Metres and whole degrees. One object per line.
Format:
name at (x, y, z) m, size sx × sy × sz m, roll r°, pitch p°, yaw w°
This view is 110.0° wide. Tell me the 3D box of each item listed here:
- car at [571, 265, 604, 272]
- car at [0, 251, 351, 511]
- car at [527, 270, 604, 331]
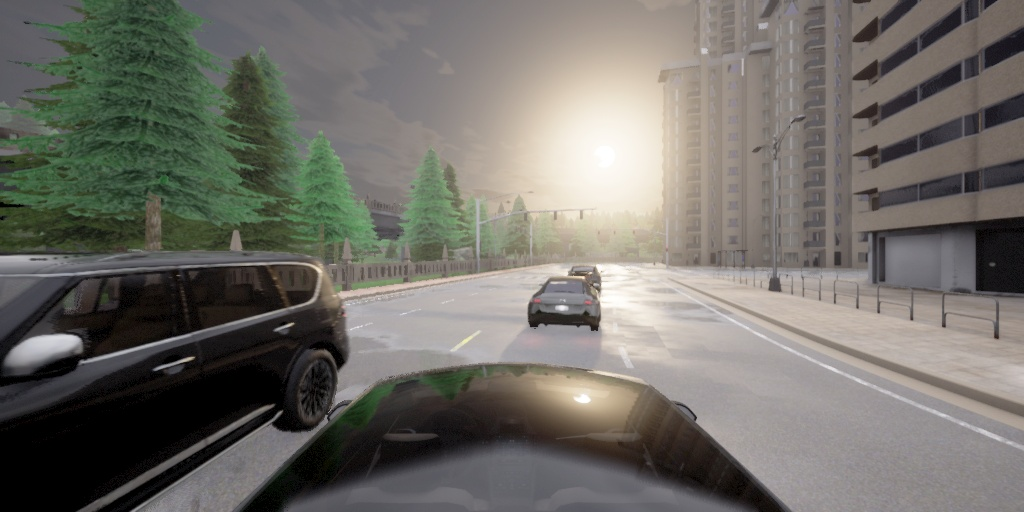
car at (4.243, 1.247, 20.843) m, size 1.837 × 1.490 × 4.892 m, roll 0°, pitch 0°, yaw 15°
car at (-3.415, 0.971, 2.704) m, size 2.150 × 2.045 × 5.566 m, roll 0°, pitch 0°, yaw 3°
car at (1.742, 1.310, 11.174) m, size 1.994 × 1.385 × 4.181 m, roll 0°, pitch 0°, yaw 13°
